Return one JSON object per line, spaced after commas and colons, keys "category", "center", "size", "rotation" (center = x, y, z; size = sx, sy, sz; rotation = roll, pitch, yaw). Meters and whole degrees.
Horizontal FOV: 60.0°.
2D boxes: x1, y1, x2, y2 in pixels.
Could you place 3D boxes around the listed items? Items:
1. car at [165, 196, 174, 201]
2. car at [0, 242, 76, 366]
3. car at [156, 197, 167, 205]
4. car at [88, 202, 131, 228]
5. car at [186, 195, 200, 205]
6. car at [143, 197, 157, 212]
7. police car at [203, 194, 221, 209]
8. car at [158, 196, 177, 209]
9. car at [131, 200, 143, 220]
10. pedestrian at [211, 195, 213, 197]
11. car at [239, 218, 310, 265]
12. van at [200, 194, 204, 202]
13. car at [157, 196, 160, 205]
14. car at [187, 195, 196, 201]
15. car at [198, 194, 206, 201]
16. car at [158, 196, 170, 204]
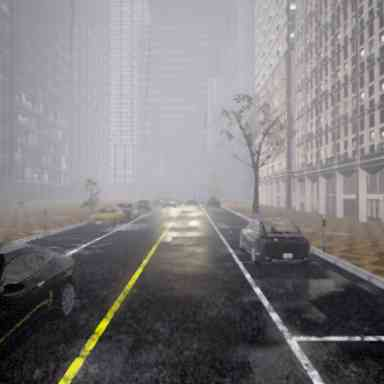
{"category": "car", "center": [-5.693, 1.602, 84.869], "size": [1.947, 1.339, 4.313], "rotation": [1, 0, 0]}
{"category": "car", "center": [-3.102, 1.529, 4.662], "size": [1.812, 1.442, 4.674], "rotation": [0, 0, 0]}
{"category": "car", "center": [-5.690, 1.612, 62.299], "size": [1.802, 1.307, 4.206], "rotation": [1, 0, 0]}
{"category": "car", "center": [-5.685, 1.539, 22.630], "size": [1.752, 1.417, 4.829], "rotation": [1, 0, 0]}
{"category": "car", "center": [-0.008, 1.593, 60.018], "size": [1.994, 1.385, 4.181], "rotation": [0, 0, 0]}
{"category": "car", "center": [-5.688, 1.588, 39.727], "size": [1.947, 1.339, 4.313], "rotation": [1, 0, 0]}
{"category": "police car", "center": [2.994, 1.451, 47.099], "size": [1.930, 1.638, 5.238], "rotation": [0, 0, 0]}
{"category": "car", "center": [-3.096, 1.572, 46.633], "size": [2.033, 1.411, 5.357], "rotation": [0, 0, 0]}
{"category": "car", "center": [-5.686, 1.562, 28.442], "size": [1.887, 1.381, 4.507], "rotation": [1, 0, 0]}
{"category": "pedestrian", "center": [2.994, 1.320, 50.116], "size": [0.375, 1.860, 0.375], "rotation": [1, -1, 0]}
{"category": "car", "center": [2.697, 1.558, 11.526], "size": [2.008, 1.369, 4.403], "rotation": [1, 0, 0]}
{"category": "van", "center": [2.691, 1.376, 79.222], "size": [1.690, 1.788, 3.998], "rotation": [1, 0, 0]}
{"category": "car", "center": [-5.688, 1.468, 56.656], "size": [1.967, 1.590, 4.097], "rotation": [1, 0, 0]}
{"category": "car", "center": [-0.008, 1.402, 75.651], "size": [1.994, 1.385, 4.181], "rotation": [0, 0, 0]}
{"category": "car", "center": [2.688, 1.477, 90.504], "size": [1.967, 1.590, 4.097], "rotation": [1, 0, 0]}
{"category": "car", "center": [-5.691, 1.598, 67.941], "size": [1.947, 1.339, 4.313], "rotation": [1, 0, 0]}
